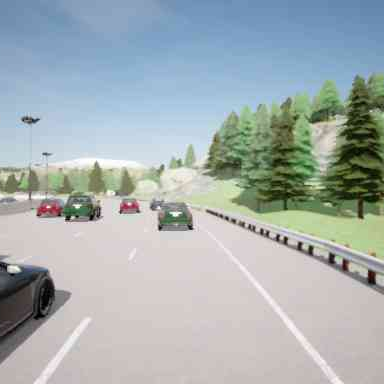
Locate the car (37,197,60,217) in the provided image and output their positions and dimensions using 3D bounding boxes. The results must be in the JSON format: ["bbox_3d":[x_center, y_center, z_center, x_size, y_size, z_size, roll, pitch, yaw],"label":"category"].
[{"bbox_3d":[-13.139,1.377,31.759,2.097,1.767,4.553,0,0,-9],"label":"car"}]

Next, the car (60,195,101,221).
[{"bbox_3d":[-8.935,1.239,27.542,2.150,2.045,5.566,0,0,-8],"label":"car"}]

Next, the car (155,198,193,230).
[{"bbox_3d":[-1.170,1.354,21.410,2.097,1.767,4.553,0,0,-6],"label":"car"}]

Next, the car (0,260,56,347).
[{"bbox_3d":[-3.560,1.571,4.681,1.994,1.385,4.181,0,0,-2],"label":"car"}]

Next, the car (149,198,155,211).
[{"bbox_3d":[-4.325,1.500,41.876,2.128,1.511,4.902,0,0,-11],"label":"car"}]

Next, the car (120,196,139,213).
[{"bbox_3d":[-7.070,1.366,37.658,2.097,1.767,4.553,0,0,-10],"label":"car"}]
